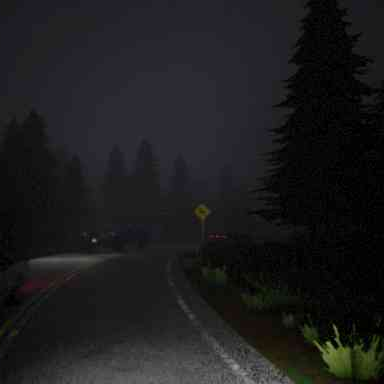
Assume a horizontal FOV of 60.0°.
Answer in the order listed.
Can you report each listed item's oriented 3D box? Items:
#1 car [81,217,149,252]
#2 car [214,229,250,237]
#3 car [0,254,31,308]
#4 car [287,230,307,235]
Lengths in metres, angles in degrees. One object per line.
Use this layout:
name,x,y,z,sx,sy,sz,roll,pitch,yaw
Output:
car,-4.578,2.585,20.802,2.150,2.045,5.566,-3,-7,16
car,3.673,4.207,31.017,2.033,1.411,5.357,-3,-8,35
car,-4.511,1.822,5.943,1.895,1.301,4.718,-1,-2,-11
car,13.888,5.723,43.067,1.882,1.535,5.008,-4,-8,37
